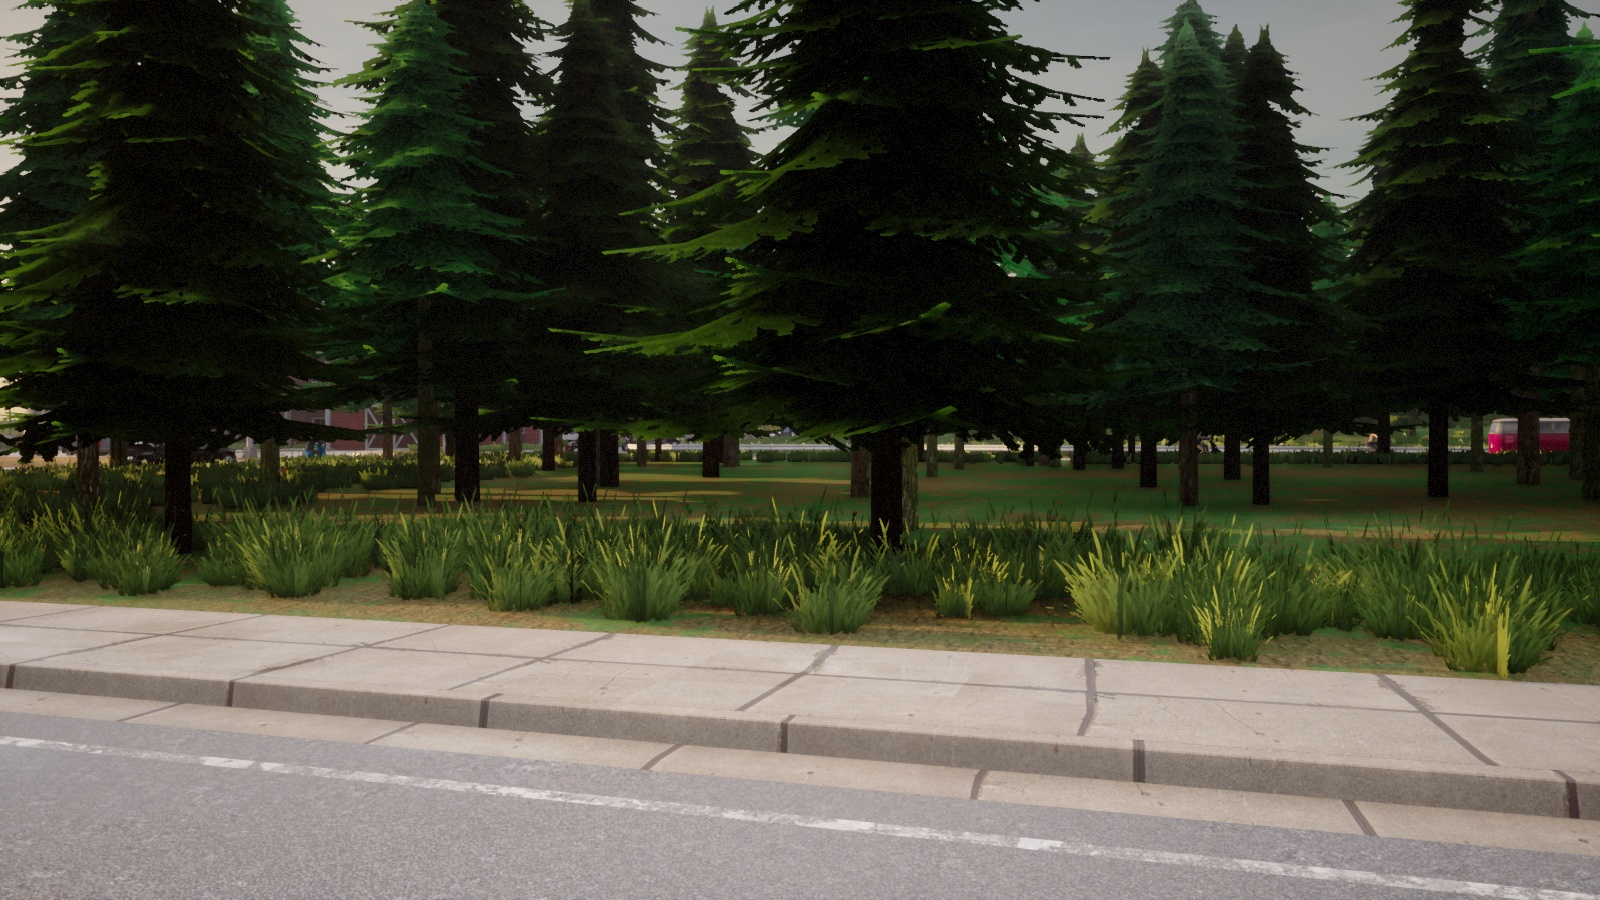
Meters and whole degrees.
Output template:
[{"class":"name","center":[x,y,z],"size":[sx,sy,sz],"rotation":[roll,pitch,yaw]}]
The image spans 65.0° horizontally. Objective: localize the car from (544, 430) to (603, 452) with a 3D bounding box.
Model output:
[{"class":"car","center":[-16.113,-0.642,89.604],"size":[2.163,1.488,4.792],"rotation":[1,1,17]}]

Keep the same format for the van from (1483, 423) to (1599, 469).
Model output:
[{"class":"van","center":[33.020,-0.189,55.749],"size":[4.442,1.987,1.775],"rotation":[1,1,19]}]

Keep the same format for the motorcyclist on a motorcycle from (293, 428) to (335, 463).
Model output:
[{"class":"motorcyclist on a motorcycle","center":[-22.386,-0.204,57.883],"size":[0.866,1.590,1.817],"rotation":[1,1,17]}]

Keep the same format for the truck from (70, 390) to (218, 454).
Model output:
[{"class":"truck","center":[-40.800,-1.746,78.091],"size":[8.468,3.827,2.891],"rotation":[0,1,16]}]

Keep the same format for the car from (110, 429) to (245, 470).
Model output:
[{"class":"car","center":[-24.790,-0.066,50.212],"size":[1.882,1.535,5.008],"rotation":[1,1,17]}]
